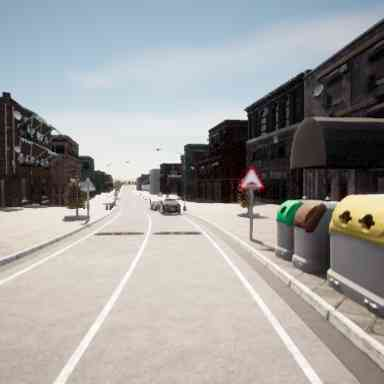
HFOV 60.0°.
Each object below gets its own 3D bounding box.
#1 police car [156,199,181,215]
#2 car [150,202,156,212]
[{"bbox_3d":[-2.433,1.593,36.030,1.930,1.638,5.238,0,-1,-10],"label":"police car"},{"bbox_3d":[-4.366,1.982,45.803,1.812,1.442,4.674,0,-2,-12],"label":"car"}]
